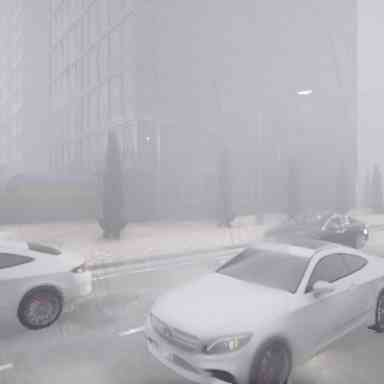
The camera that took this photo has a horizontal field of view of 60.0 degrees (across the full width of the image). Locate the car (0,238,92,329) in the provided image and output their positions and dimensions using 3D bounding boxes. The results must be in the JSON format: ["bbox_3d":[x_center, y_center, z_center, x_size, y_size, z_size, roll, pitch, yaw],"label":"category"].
[{"bbox_3d":[-4.008,1.526,5.340,4.674,1.442,1.812,0,0,-38],"label":"car"}]

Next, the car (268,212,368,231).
[{"bbox_3d":[4.572,1.491,12.069,4.902,1.511,2.128,0,0,-38],"label":"car"}]

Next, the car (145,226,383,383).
[{"bbox_3d":[1.518,1.525,5.213,4.674,1.442,1.812,0,0,-39],"label":"car"}]
